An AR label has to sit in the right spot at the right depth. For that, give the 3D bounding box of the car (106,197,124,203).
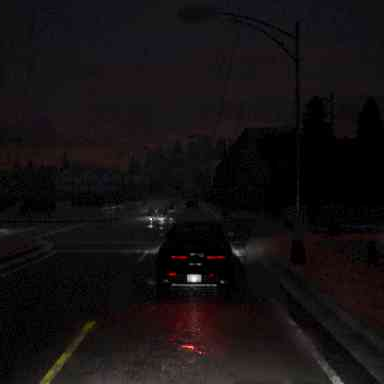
[{"bbox_3d":[-18.120,1.814,78.301,3.806,1.475,1.970,0,0,0],"label":"car"}]

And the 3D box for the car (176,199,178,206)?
[{"bbox_3d":[-3.644,2.013,64.361,2.033,1.411,5.357,0,0,1],"label":"car"}]

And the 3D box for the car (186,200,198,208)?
[{"bbox_3d":[0.007,2.005,55.925,1.895,1.301,4.718,0,0,0],"label":"car"}]

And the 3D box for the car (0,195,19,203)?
[{"bbox_3d":[-43.049,1.659,78.265,3.866,1.878,1.905,0,0,0],"label":"car"}]

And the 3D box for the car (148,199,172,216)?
[{"bbox_3d":[-3.663,1.756,36.580,2.128,1.511,4.902,0,0,0],"label":"car"}]

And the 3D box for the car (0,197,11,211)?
[{"bbox_3d":[-24.875,1.694,40.568,3.806,1.475,1.970,0,0,0],"label":"car"}]

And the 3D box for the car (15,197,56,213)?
[{"bbox_3d":[-17.449,1.662,37.601,3.633,1.501,1.845,0,0,0],"label":"car"}]

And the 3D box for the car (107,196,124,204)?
[{"bbox_3d":[-17.785,1.689,71.885,5.027,1.636,2.152,0,0,0],"label":"car"}]

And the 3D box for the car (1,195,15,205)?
[{"bbox_3d":[-35.864,1.767,62.534,4.514,1.523,2.007,0,0,0],"label":"car"}]

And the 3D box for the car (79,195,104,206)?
[{"bbox_3d":[-17.762,1.520,59.091,3.866,1.878,1.905,0,0,0],"label":"car"}]

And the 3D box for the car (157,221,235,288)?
[{"bbox_3d":[0.157,1.576,9.478,1.837,1.490,4.892,0,0,3],"label":"car"}]

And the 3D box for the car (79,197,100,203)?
[{"bbox_3d":[-25.176,1.906,81.950,4.514,1.523,2.007,0,0,0],"label":"car"}]

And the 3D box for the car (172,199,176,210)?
[{"bbox_3d":[-3.670,1.874,48.158,1.812,1.442,4.674,0,0,0],"label":"car"}]

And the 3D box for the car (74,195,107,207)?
[{"bbox_3d":[-17.345,1.520,56.186,4.605,1.855,1.932,0,0,0],"label":"car"}]

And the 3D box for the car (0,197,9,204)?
[{"bbox_3d":[-43.654,1.919,74.938,3.806,1.475,1.970,0,0,0],"label":"car"}]
